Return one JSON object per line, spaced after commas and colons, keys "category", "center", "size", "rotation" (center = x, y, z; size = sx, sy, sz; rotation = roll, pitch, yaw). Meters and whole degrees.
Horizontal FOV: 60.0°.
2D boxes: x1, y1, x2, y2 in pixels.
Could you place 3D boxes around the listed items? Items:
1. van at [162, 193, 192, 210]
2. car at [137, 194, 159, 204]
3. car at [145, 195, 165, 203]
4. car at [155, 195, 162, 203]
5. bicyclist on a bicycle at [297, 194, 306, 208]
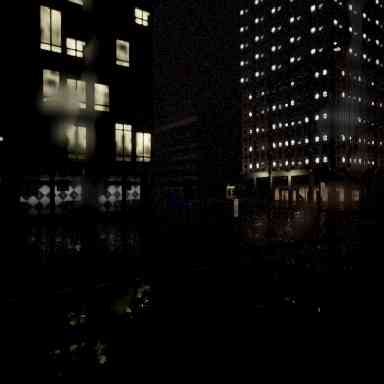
{"category": "van", "center": [-1.557, 1.208, 40.174], "size": [1.690, 1.788, 3.998], "rotation": [0, 0, -34]}
{"category": "car", "center": [-7.887, 1.202, 59.802], "size": [1.882, 1.535, 5.008], "rotation": [-1, 1, -34]}
{"category": "car", "center": [-7.064, 1.236, 63.215], "size": [1.887, 1.381, 4.507], "rotation": [0, 0, -34]}
{"category": "car", "center": [-3.953, 1.033, 58.630], "size": [2.192, 1.841, 5.009], "rotation": [0, 0, -34]}
{"category": "bicyclist on a bicycle", "center": [12.833, 1.115, 39.125], "size": [1.656, 1.620, 0.582], "rotation": [-1, 1, -34]}
